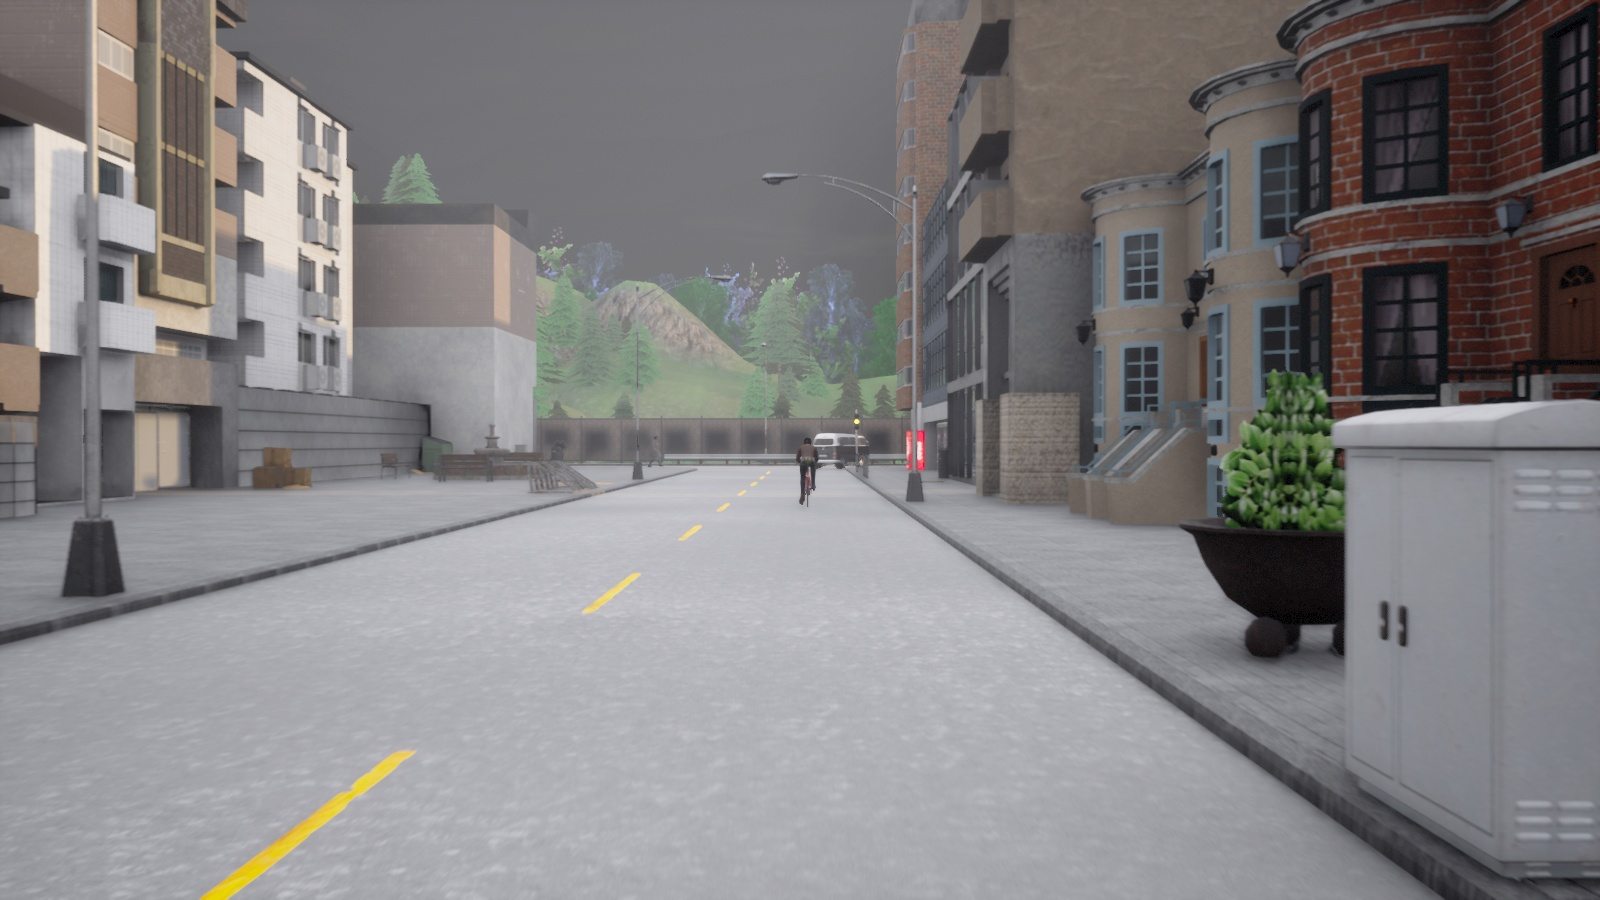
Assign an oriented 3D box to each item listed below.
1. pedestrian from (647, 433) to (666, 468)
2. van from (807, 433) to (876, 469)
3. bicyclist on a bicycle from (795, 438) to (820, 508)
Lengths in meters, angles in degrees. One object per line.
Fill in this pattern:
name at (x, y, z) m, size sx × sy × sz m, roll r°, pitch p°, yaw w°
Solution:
pedestrian at (-8.160, 0.042, 71.291) m, size 0.873 × 1.952 × 0.659 m, roll 0°, pitch 0°, yaw 30°
van at (2.442, 0.063, 72.490) m, size 2.069 × 2.038 × 4.480 m, roll -1°, pitch 0°, yaw 30°
bicyclist on a bicycle at (0.184, 0.532, 29.740) m, size 0.582 × 1.620 × 1.656 m, roll 0°, pitch 0°, yaw 0°
